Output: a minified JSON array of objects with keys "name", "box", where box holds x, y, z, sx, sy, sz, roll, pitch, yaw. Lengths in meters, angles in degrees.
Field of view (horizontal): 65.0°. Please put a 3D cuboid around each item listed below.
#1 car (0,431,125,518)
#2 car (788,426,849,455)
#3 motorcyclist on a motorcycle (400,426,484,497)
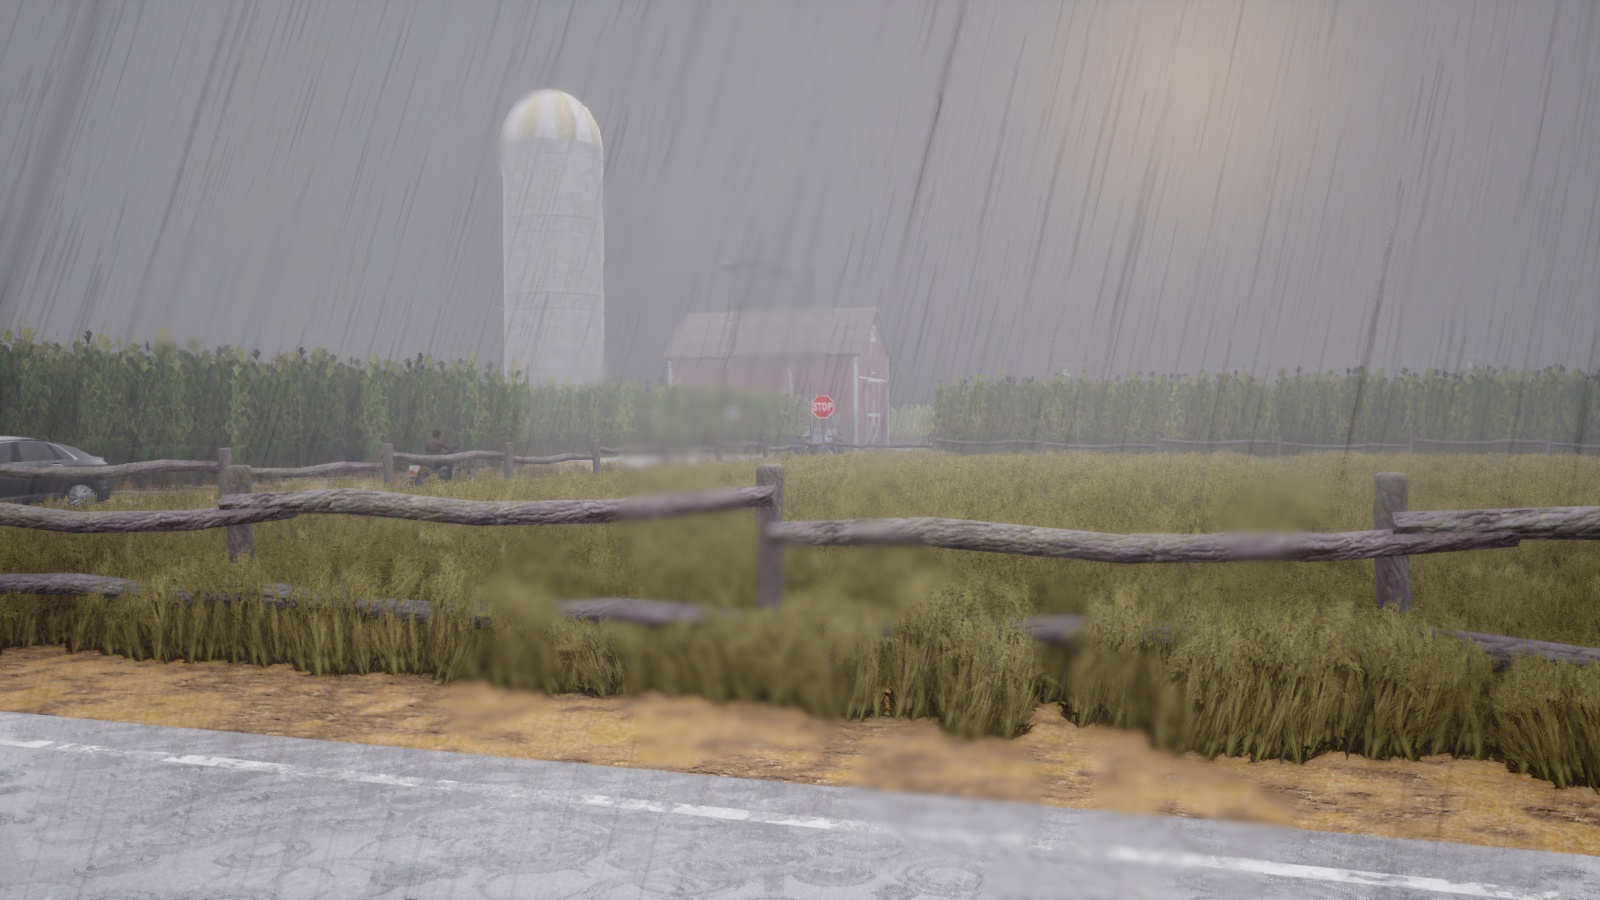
[{"name":"car","box":[-14.706,0.420,22.256,1.837,1.490,4.892,1,1,19]},{"name":"car","box":[1.049,-0.515,68.791,2.007,1.525,4.514,1,0,19]},{"name":"motorcyclist on a motorcycle","box":[-8.649,0.245,30.481,0.766,1.649,2.350,1,1,19]}]
